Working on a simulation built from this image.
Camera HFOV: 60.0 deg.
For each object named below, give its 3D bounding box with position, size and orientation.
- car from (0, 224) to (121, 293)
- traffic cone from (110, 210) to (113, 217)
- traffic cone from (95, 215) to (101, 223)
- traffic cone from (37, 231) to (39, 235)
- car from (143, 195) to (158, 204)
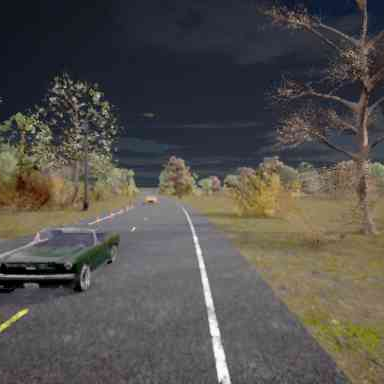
[{"bbox_3d":[-3.291,1.587,8.935,1.895,1.301,4.718,0,0,-1],"label":"car"},{"bbox_3d":[-6.968,1.898,28.806,0.340,0.580,0.340,0,0,-3],"label":"traffic cone"},{"bbox_3d":[-6.749,1.911,23.835,0.340,0.580,0.340,0,0,-2],"label":"traffic cone"},{"bbox_3d":[-6.429,1.935,13.890,0.340,0.580,0.340,0,0,-1],"label":"traffic cone"},{"bbox_3d":[-7.309,1.331,57.879,1.882,1.535,5.008,0,0,-15],"label":"car"}]
